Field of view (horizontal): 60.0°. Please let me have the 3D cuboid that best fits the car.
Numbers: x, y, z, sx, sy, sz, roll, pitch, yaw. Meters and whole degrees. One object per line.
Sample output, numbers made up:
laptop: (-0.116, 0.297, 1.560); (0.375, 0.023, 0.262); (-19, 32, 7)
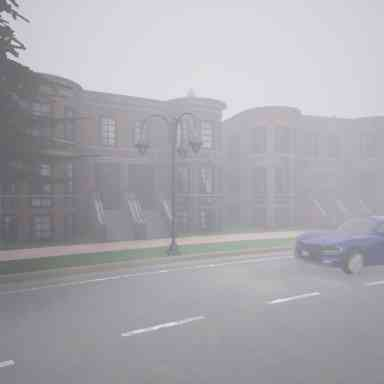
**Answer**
car: (5.549, 1.477, 10.389); (5.008, 1.535, 1.882); (0, 0, -22)
